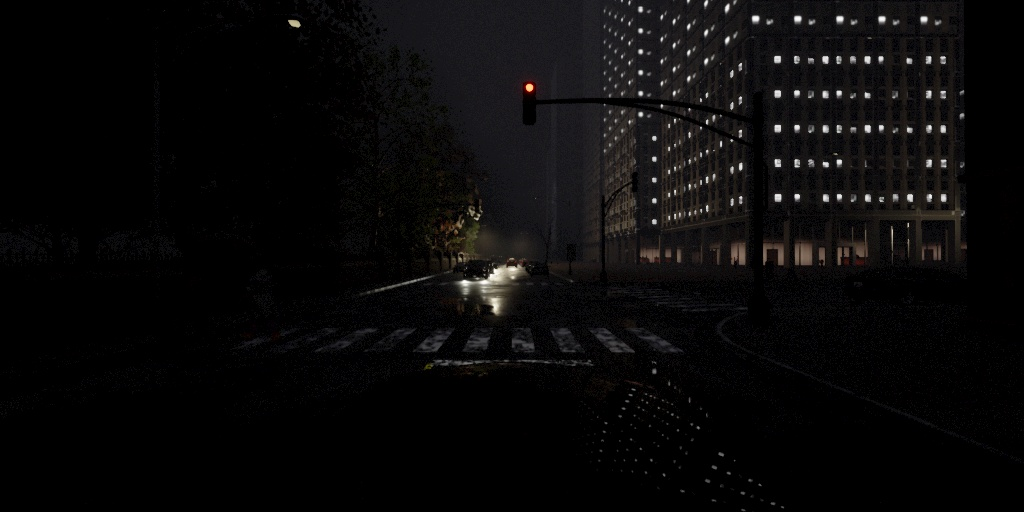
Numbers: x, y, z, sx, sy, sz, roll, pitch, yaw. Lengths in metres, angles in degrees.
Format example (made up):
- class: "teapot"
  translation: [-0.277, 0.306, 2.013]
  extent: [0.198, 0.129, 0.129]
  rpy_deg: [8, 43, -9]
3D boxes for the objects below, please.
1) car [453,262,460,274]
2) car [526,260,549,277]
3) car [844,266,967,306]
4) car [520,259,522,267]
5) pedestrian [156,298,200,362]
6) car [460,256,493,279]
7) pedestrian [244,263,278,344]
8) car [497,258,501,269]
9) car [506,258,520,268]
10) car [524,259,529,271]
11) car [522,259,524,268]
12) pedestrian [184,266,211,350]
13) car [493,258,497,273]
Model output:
- class: "car"
  translation: [-5.703, 1.350, 41.272]
  extent: [1.802, 1.307, 4.207]
  rpy_deg: [0, 0, 0]
- class: "car"
  translation: [2.679, 1.330, 35.642]
  extent: [1.948, 1.339, 4.313]
  rpy_deg: [0, 0, 0]
- class: "car"
  translation: [14.681, 1.026, 13.062]
  extent: [4.313, 1.339, 1.948]
  rpy_deg: [0, 0, 0]
- class: "car"
  translation: [2.673, 1.337, 63.804]
  extent: [1.888, 1.381, 4.507]
  rpy_deg: [0, 0, 0]
- class: "pedestrian"
  translation: [-6.431, 1.424, 6.781]
  extent: [0.500, 1.100, 0.500]
  rpy_deg: [0, 0, 0]
- class: "car"
  translation: [-3.105, 1.114, 32.124]
  extent: [2.097, 1.767, 4.553]
  rpy_deg: [0, 0, 0]
- class: "pedestrian"
  translation: [-5.727, 1.043, 8.197]
  extent: [0.375, 1.860, 0.375]
  rpy_deg: [0, 0, 0]
- class: "car"
  translation: [-3.103, 1.342, 52.661]
  extent: [1.994, 1.385, 4.181]
  rpy_deg: [0, 0, 0]
- class: "car"
  translation: [-0.017, 1.267, 62.094]
  extent: [1.882, 1.535, 5.008]
  rpy_deg: [0, 0, 0]
- class: "car"
  translation: [2.678, 1.334, 41.274]
  extent: [1.948, 1.339, 4.313]
  rpy_deg: [0, 0, 0]
- class: "car"
  translation: [2.676, 1.339, 46.907]
  extent: [1.948, 1.339, 4.313]
  rpy_deg: [0, 0, 0]
- class: "pedestrian"
  translation: [-6.687, 1.043, 7.493]
  extent: [0.375, 1.860, 0.375]
  rpy_deg: [0, 0, 0]
- class: "car"
  translation: [-3.108, 1.274, 42.103]
  extent: [1.837, 1.490, 4.892]
  rpy_deg: [0, 0, 0]
